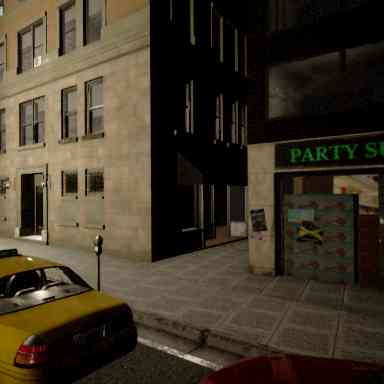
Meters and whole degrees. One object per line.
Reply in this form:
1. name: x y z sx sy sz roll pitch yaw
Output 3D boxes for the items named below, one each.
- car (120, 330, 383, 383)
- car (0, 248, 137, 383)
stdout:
1. car: 1.799 1.582 1.571 4.206 1.307 1.802 0 -1 36
2. car: -2.955 1.526 4.970 4.829 1.417 1.752 0 -1 36
